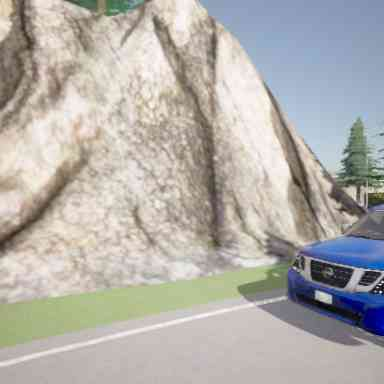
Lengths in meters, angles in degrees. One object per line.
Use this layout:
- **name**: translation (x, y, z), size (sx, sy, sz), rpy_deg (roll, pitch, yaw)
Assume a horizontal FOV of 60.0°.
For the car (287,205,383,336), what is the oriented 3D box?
- **car**: translation (4.402, 1.212, 6.258), size (5.566, 2.045, 2.150), rpy_deg (0, 0, -28)
